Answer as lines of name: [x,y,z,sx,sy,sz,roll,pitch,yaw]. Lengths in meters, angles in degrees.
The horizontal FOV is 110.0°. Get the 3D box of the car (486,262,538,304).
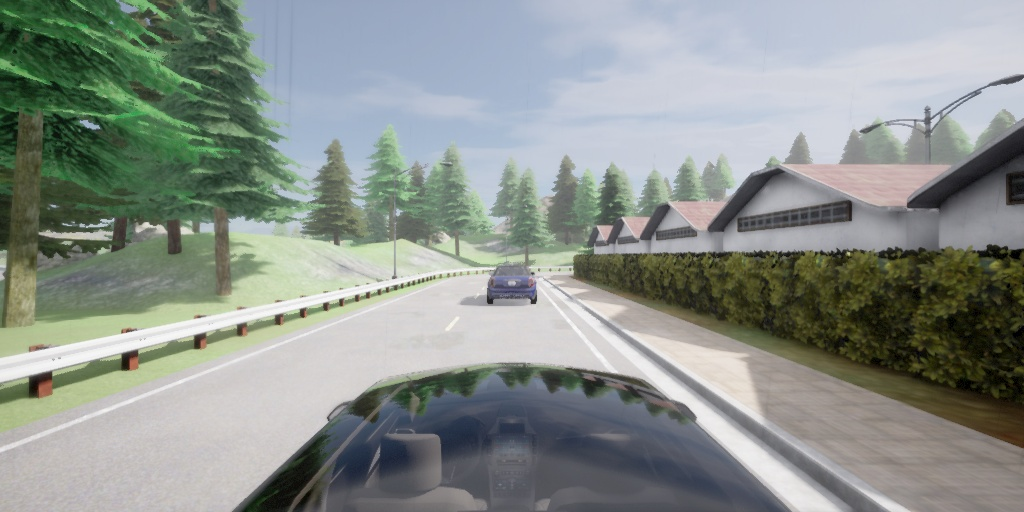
car: [0.000,1.116,16.470,2.097,1.767,4.553,0,0,0]
